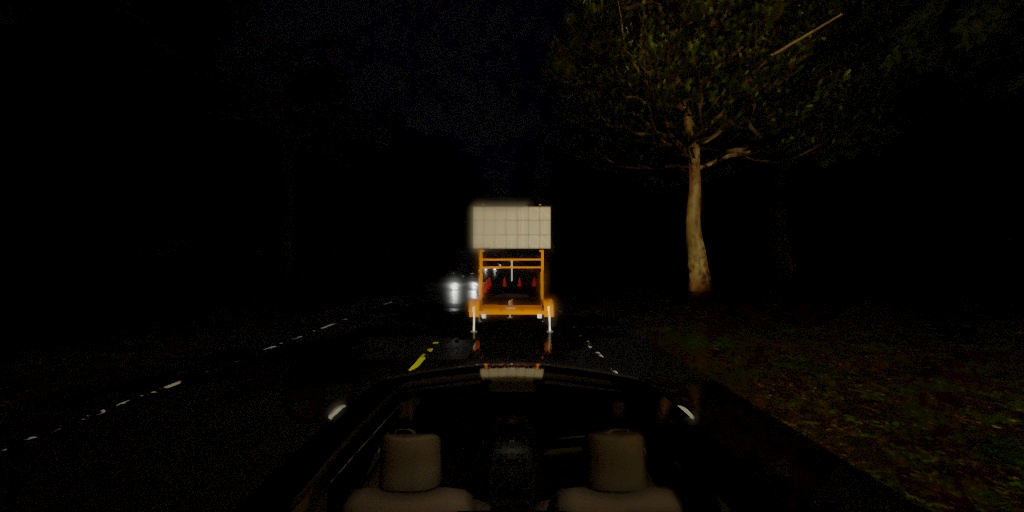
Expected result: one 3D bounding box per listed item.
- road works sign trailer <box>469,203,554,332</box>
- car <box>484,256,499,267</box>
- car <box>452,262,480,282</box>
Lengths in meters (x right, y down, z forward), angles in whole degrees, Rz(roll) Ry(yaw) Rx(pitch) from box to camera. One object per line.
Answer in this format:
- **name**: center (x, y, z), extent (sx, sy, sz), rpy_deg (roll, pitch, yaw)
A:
- **road works sign trailer**: center (-0.005, 0.217, 10.821), extent (2.380, 3.560, 2.880), rpy_deg (0, 0, 0)
- **car**: center (-3.548, 1.235, 59.316), extent (1.812, 1.442, 4.674), rpy_deg (0, 0, 0)
- **car**: center (-3.611, 1.254, 28.900), extent (1.837, 1.490, 4.892), rpy_deg (0, 0, 0)
